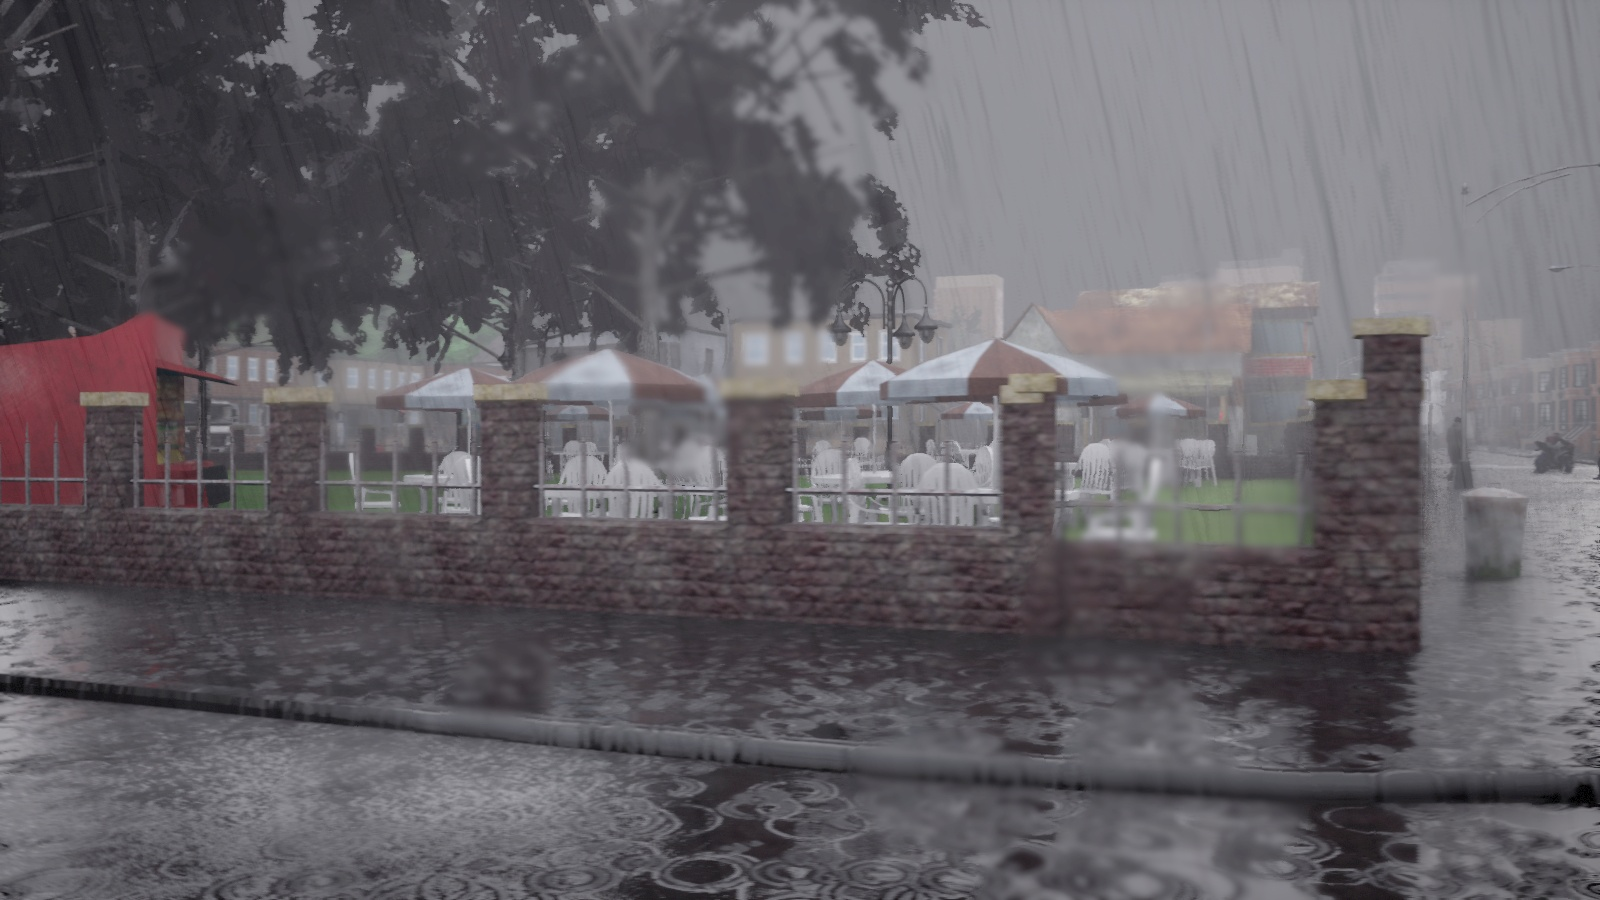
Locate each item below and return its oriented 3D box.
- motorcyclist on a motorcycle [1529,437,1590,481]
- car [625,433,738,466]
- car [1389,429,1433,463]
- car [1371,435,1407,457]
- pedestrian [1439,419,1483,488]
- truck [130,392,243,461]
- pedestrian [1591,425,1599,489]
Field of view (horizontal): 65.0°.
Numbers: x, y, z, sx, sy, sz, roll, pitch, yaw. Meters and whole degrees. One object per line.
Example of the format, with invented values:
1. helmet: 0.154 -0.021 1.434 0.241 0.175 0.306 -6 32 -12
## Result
1. motorcyclist on a motorcycle: 27.288 0.322 45.117 2.191 1.530 0.866 0 -1 -28
2. car: -5.511 -0.032 58.678 4.792 1.488 2.163 1 1 21
3. car: 34.599 -0.262 71.193 1.905 1.878 3.866 1 1 21
4. car: 40.689 -0.292 86.810 1.970 1.475 3.806 1 1 21
5. pedestrian: 18.761 0.099 35.641 0.873 1.952 0.659 0 1 -13
6. truck: -32.569 -1.230 66.526 7.936 3.462 2.891 1 1 45
7. pedestrian: 22.877 0.203 35.444 0.869 1.805 0.328 1 1 41
